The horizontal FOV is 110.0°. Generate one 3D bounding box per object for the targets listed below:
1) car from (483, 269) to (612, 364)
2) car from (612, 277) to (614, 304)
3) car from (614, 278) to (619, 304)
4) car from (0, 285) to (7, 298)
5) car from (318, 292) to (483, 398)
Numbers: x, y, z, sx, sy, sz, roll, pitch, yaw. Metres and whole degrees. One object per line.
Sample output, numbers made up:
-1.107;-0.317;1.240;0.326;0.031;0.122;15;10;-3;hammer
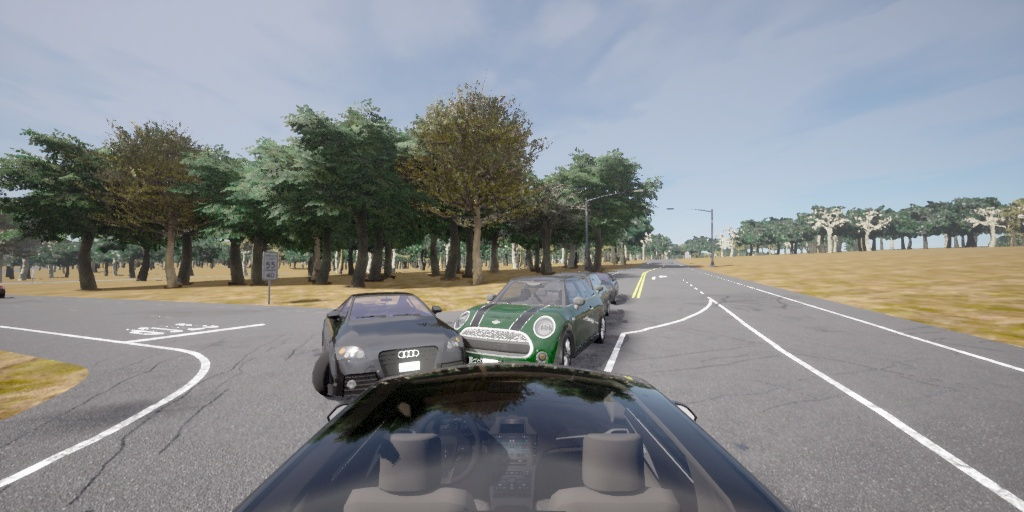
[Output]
0.618;1.218;7.814;2.097;1.767;4.553;-1;-2;26;car
2.025;1.344;12.127;2.097;1.767;4.553;-1;-1;21;car
4.218;1.509;17.854;1.994;1.385;4.181;-1;0;19;car
-40.859;2.562;27.373;4.181;1.385;1.994;-2;-3;22;car
-2.354;1.376;6.609;1.994;1.385;4.181;1;-2;-29;car
